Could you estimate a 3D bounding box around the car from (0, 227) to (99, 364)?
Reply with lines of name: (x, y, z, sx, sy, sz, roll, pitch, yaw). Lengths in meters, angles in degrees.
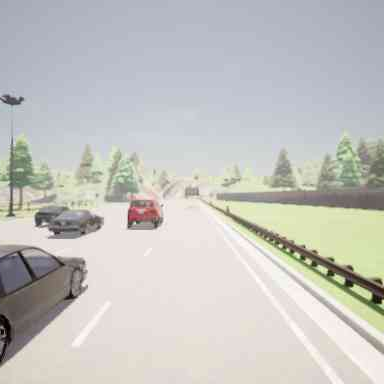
car: (-3.397, 1.608, 5.577, 2.033, 1.411, 5.357, 0, -1, 0)

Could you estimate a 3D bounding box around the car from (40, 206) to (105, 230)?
car: (-6.894, 1.765, 20.312, 2.033, 1.411, 5.357, 0, -1, 0)

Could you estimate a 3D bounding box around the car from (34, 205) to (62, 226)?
car: (-10.392, 1.780, 25.736, 1.837, 1.490, 4.892, 0, -1, 0)

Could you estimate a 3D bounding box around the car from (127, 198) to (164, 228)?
car: (-3.393, 1.487, 24.825, 2.150, 2.045, 5.566, 0, -1, 0)

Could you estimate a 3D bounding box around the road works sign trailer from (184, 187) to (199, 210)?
road works sign trailer: (0.014, 1.037, 53.739, 2.380, 3.560, 2.880, 0, -1, 0)
